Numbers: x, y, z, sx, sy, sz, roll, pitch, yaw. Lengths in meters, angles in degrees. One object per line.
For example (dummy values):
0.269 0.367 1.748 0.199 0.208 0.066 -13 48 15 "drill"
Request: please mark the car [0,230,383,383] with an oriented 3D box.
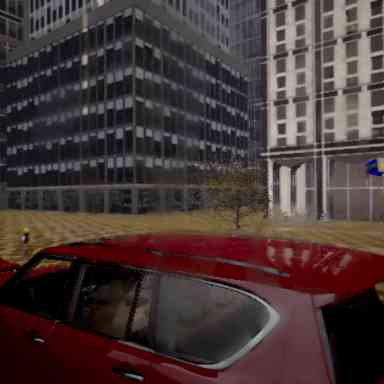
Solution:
-0.594 1.326 3.302 5.009 1.841 2.192 0 0 35 "car"
